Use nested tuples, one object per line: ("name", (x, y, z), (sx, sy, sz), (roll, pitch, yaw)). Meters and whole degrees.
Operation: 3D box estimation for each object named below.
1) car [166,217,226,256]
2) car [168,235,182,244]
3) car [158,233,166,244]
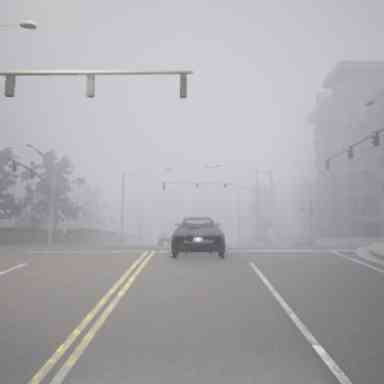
("car", (0.238, 1.676, 13.304), (1.994, 1.385, 4.181), (-1, -3, 1))
("car", (-2.809, 7.963, 55.938), (1.994, 1.385, 4.181), (0, -8, 1))
("car", (-3.046, 5.791, 41.445), (2.033, 1.411, 5.357), (0, -8, 1))
